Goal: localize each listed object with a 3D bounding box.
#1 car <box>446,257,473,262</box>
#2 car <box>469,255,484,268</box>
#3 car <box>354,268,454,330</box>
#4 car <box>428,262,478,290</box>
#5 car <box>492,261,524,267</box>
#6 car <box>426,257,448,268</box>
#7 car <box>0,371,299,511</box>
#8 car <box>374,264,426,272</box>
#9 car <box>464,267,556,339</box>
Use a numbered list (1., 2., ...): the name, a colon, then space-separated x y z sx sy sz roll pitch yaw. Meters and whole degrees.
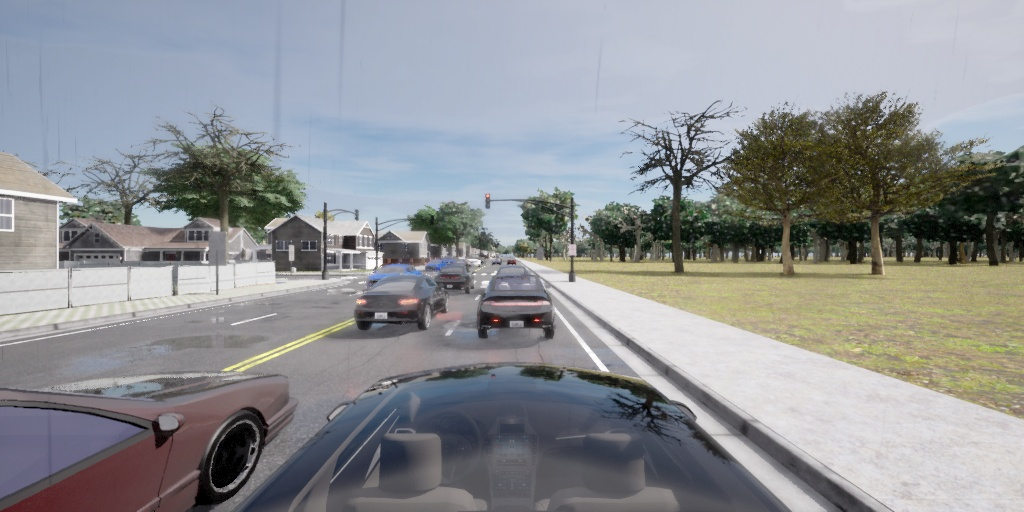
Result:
1. car: -6.636 1.232 45.726 2.128 1.511 4.902 0 0 0
2. car: -6.626 0.944 61.878 2.150 2.045 5.566 0 1 0
3. car: -3.154 1.276 10.949 1.812 1.442 4.674 0 0 0
4. car: -3.153 1.255 20.208 1.837 1.490 4.892 0 0 -1
5. car: 0.030 1.228 19.540 1.882 1.535 5.008 0 0 0
6. car: -9.873 1.218 46.808 1.882 1.535 5.008 0 0 1
7. car: -3.151 1.297 1.313 2.033 1.411 5.357 0 0 -1
8. car: -6.617 1.227 20.501 1.882 1.535 5.008 0 0 0
9. car: 0.095 1.242 10.084 2.128 1.511 4.902 0 0 0
